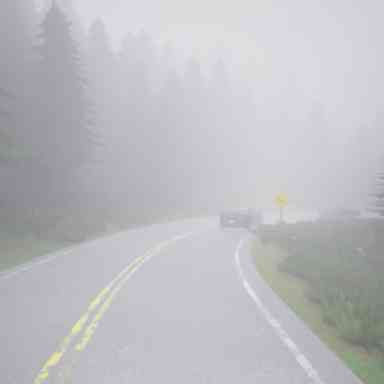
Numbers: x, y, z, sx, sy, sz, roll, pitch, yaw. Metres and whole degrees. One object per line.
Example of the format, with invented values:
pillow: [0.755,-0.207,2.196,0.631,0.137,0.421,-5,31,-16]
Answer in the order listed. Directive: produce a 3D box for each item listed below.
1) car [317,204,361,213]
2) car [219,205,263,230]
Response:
car: [15.397,2.018,34.813,5.357,1.411,2.033,2,2,-31]
car: [3.315,1.588,21.544,1.882,1.535,5.008,1,0,24]
